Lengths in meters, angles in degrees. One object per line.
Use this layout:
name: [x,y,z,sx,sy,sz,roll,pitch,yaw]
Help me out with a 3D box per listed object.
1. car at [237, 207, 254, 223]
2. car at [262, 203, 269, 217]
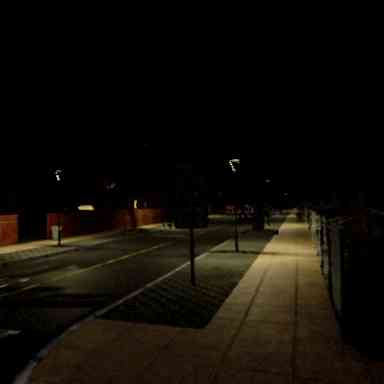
car: [5.982,2.583,36.373,2.033,1.411,5.357,-2,-2,18]
car: [10.247,2.638,49.724,2.150,2.045,5.566,-2,-2,18]
